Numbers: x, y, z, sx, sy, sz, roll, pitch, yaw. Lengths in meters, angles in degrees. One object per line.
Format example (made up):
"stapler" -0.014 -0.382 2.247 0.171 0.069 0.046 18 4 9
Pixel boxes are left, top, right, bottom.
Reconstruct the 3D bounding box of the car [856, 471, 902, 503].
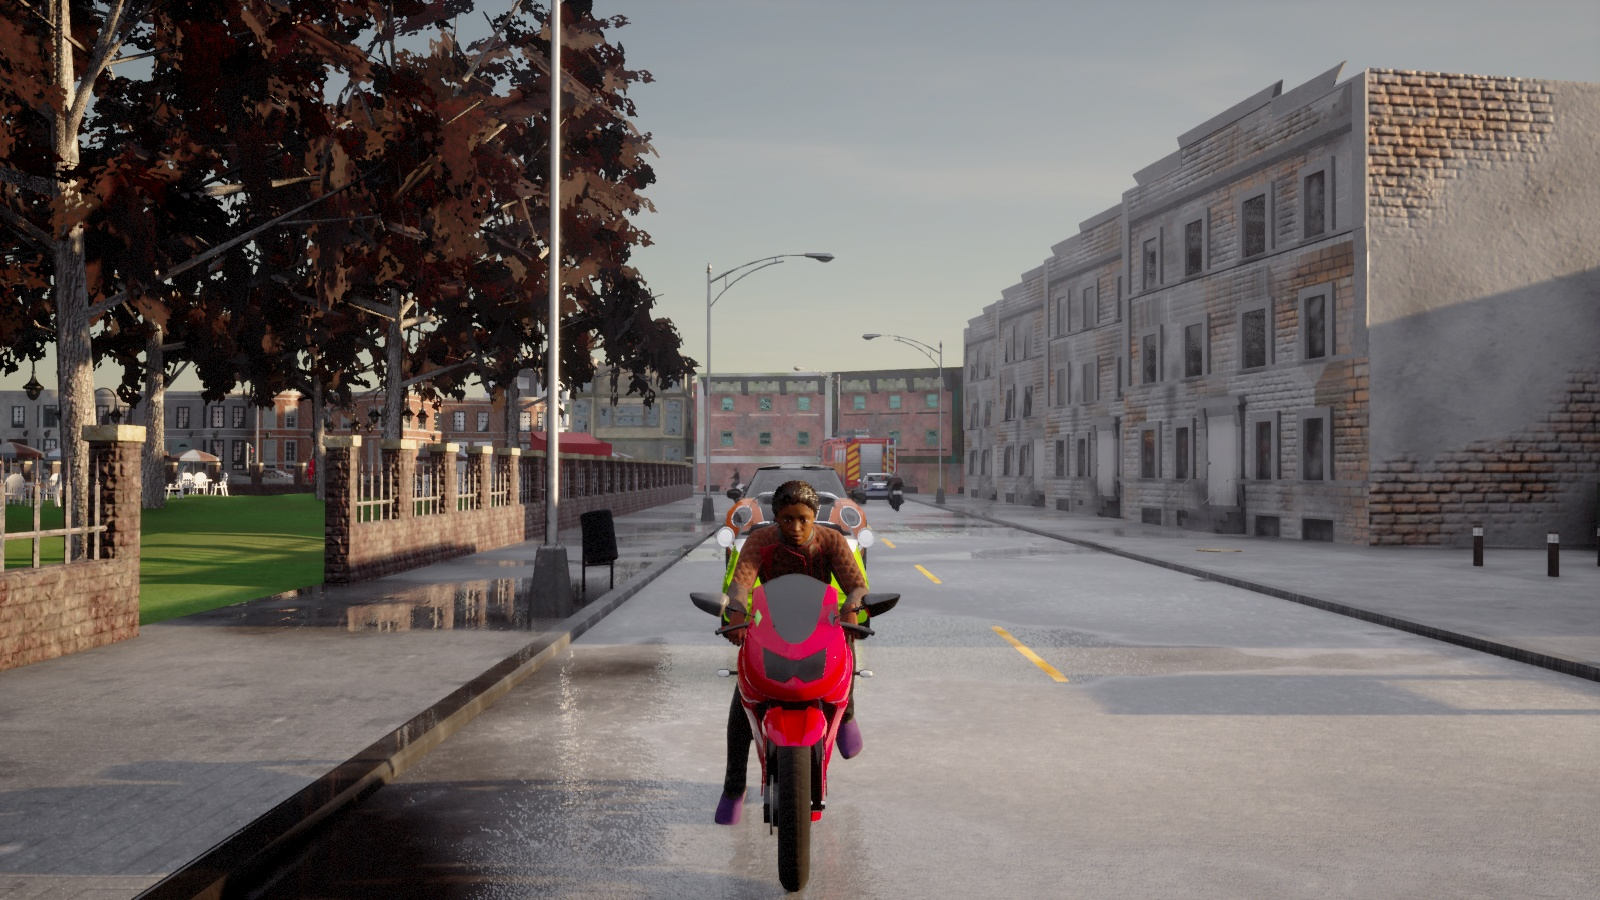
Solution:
"car" 3.789 1.788 61.063 1.970 1.475 3.806 0 -1 0

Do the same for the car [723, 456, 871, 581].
"car" -0.053 1.010 20.121 2.097 1.767 4.553 0 -1 0

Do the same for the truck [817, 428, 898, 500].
"truck" 3.131 0.830 71.180 2.891 3.827 8.468 0 -1 -9

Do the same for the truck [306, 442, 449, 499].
"truck" -26.326 1.253 78.481 7.936 3.462 2.891 0 -1 0

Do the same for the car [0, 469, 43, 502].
"car" -46.265 2.052 73.751 1.932 1.855 4.605 1 -1 -16

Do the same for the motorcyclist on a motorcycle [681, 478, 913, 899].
"motorcyclist on a motorcycle" -0.014 0.887 5.366 0.797 1.523 2.044 0 -1 0

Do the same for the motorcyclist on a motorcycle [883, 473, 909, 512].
"motorcyclist on a motorcycle" 3.833 1.678 50.378 0.866 1.530 2.191 0 -1 0

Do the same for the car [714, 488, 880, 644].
"car" -0.032 1.077 12.395 1.481 1.376 2.207 0 -1 0

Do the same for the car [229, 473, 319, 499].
"car" -31.159 2.134 74.473 4.514 1.525 2.007 0 -1 0
